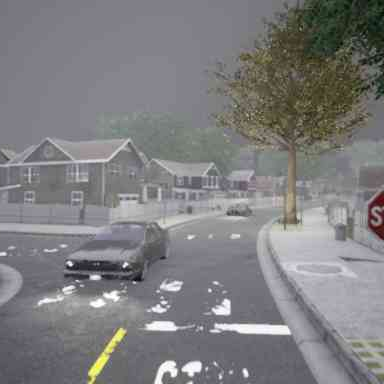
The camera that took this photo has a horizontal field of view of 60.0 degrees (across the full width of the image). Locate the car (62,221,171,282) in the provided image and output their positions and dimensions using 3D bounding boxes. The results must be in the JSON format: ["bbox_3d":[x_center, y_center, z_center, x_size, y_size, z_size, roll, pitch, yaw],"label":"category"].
[{"bbox_3d":[-1.924,1.637,10.403,2.033,1.411,5.357,0,0,7],"label":"car"}]

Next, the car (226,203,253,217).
[{"bbox_3d":[5.051,1.849,35.174,1.994,1.385,4.181,0,0,24],"label":"car"}]
